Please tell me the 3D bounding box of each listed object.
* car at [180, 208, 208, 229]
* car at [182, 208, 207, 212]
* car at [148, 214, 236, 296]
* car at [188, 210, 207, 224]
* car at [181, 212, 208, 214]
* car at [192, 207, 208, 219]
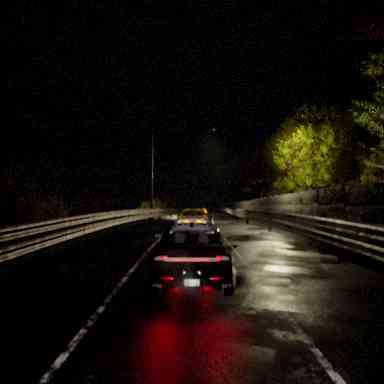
[{"bbox_3d":[0.224,2.072,27.091,2.128,1.511,4.902,0,-3,2],"label":"car"},{"bbox_3d":[0.078,1.803,20.785,1.882,1.535,5.008,0,-2,1],"label":"car"},{"bbox_3d":[-0.006,1.530,8.694,2.128,1.511,4.902,0,-1,0],"label":"car"},{"bbox_3d":[0.606,2.547,35.006,1.895,1.301,4.718,0,-3,2],"label":"car"},{"bbox_3d":[0.006,1.748,14.706,1.895,1.301,4.718,0,-1,0],"label":"car"},{"bbox_3d":[1.154,2.902,45.265,1.882,1.535,5.008,0,-3,4],"label":"car"}]
